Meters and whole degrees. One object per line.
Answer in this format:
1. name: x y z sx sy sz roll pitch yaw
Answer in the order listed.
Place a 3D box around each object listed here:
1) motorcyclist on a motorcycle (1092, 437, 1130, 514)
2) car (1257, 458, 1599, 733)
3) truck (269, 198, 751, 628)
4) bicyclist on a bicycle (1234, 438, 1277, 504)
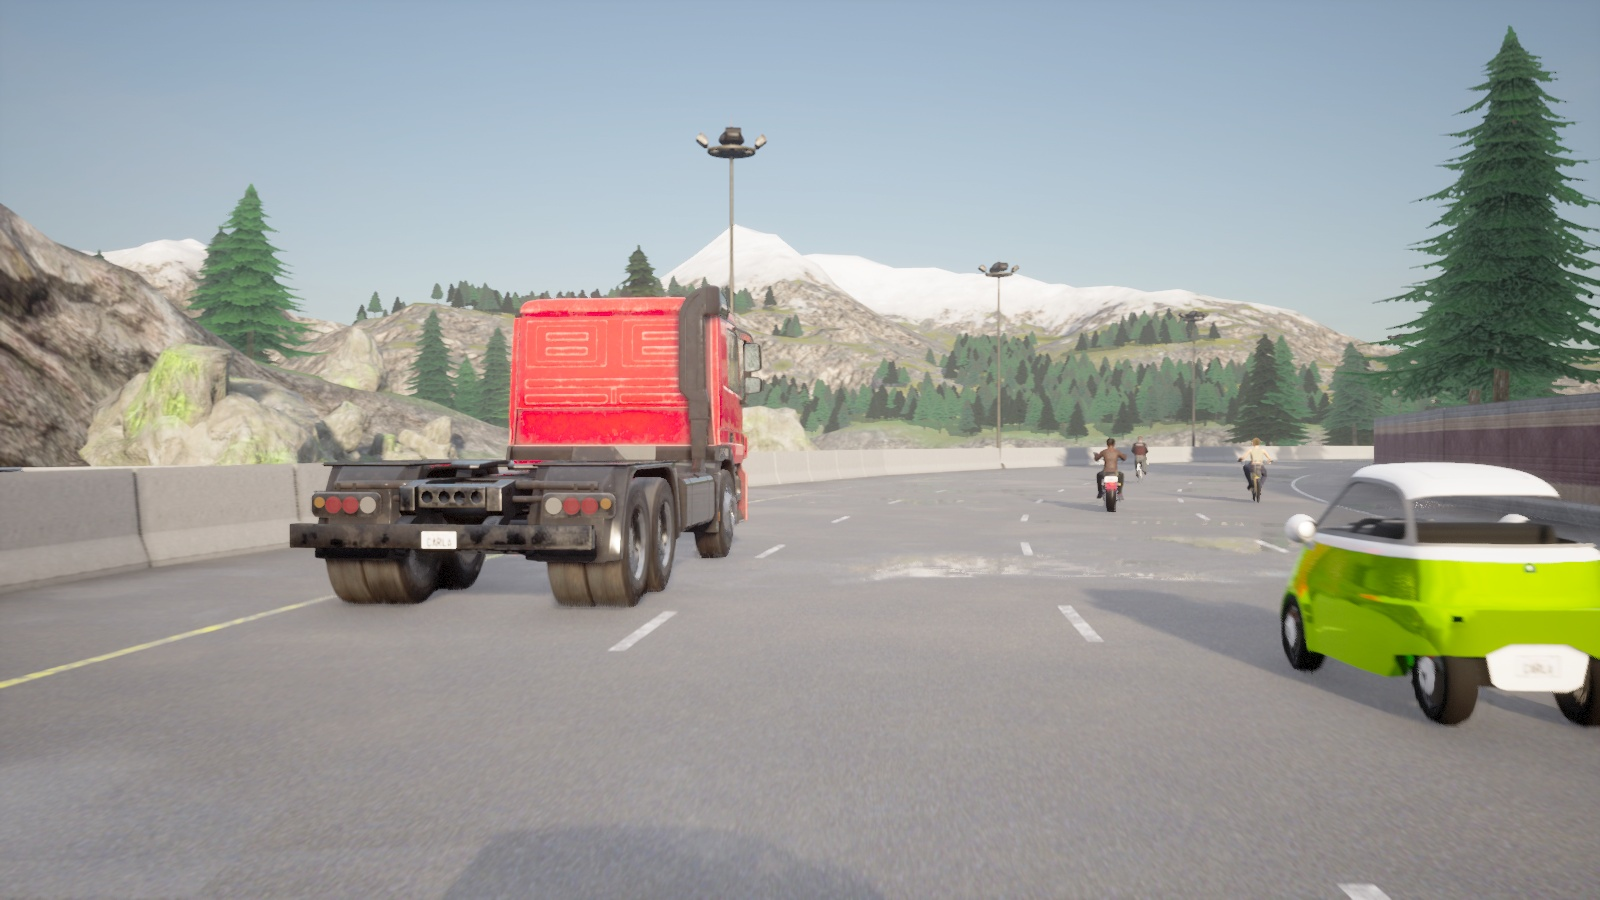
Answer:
1. motorcyclist on a motorcycle: 6.938 0.546 28.128 0.766 1.649 2.350 1 0 13
2. car: 3.854 0.762 7.618 1.481 1.376 2.207 0 1 4
3. truck: -2.548 -0.318 14.200 2.891 3.462 7.936 0 0 6
4. bicyclist on a bicycle: 11.440 0.518 31.547 0.866 1.612 1.509 0 0 14
